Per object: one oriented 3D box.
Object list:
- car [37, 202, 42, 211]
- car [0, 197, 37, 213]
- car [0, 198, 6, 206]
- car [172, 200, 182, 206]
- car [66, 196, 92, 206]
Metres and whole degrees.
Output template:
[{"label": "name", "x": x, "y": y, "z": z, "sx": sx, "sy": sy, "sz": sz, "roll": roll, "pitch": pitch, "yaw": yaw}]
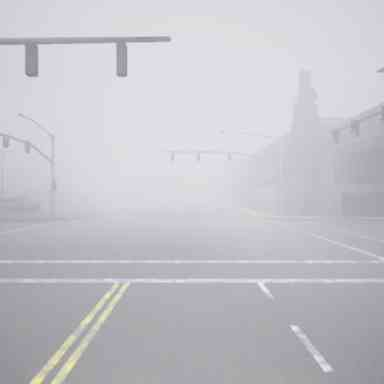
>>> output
[{"label": "car", "x": -21.408, "y": 1.552, "z": 42.480, "sx": 3.866, "sy": 1.878, "sz": 1.905, "roll": 0, "pitch": -1, "yaw": 0}, {"label": "car", "x": -21.465, "y": 1.522, "z": 39.586, "sx": 4.605, "sy": 1.855, "sz": 1.932, "roll": 0, "pitch": -1, "yaw": 0}, {"label": "car", "x": -38.885, "y": 1.969, "z": 64.989, "sx": 3.905, "sy": 1.438, "sz": 1.784, "roll": 0, "pitch": -1, "yaw": 0}, {"label": "car", "x": -2.997, "y": 2.217, "z": 66.474, "sx": 1.895, "sy": 1.301, "sz": 4.718, "roll": 0, "pitch": -1, "yaw": 2}, {"label": "car", "x": -21.431, "y": 1.733, "z": 62.103, "sx": 3.866, "sy": 1.878, "sz": 1.905, "roll": 0, "pitch": -1, "yaw": 0}]
